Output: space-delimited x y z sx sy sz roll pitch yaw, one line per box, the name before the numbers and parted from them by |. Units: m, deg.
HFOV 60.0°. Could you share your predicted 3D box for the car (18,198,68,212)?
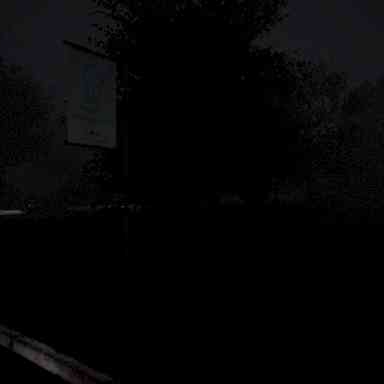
car | -16.883 1.594 38.237 1.895 1.301 4.718 0 0 39
